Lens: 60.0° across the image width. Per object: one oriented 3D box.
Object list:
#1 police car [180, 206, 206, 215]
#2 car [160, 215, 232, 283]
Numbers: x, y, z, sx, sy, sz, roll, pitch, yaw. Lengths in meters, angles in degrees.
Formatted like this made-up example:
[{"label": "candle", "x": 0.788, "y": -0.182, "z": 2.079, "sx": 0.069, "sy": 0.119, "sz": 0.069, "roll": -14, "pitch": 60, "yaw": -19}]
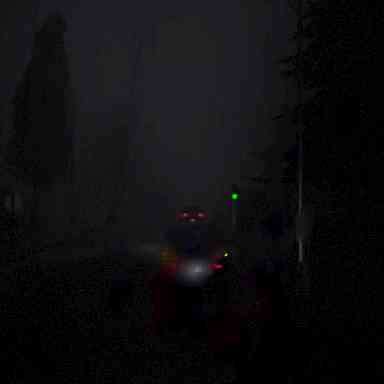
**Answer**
[{"label": "police car", "x": 0.066, "y": 1.796, "z": 24.799, "sx": 2.038, "sy": 1.542, "sz": 4.974, "roll": 0, "pitch": -1, "yaw": 0}, {"label": "car", "x": 0.091, "y": 1.643, "z": 9.955, "sx": 1.812, "sy": 1.442, "sz": 4.674, "roll": 0, "pitch": 0, "yaw": 0}]
